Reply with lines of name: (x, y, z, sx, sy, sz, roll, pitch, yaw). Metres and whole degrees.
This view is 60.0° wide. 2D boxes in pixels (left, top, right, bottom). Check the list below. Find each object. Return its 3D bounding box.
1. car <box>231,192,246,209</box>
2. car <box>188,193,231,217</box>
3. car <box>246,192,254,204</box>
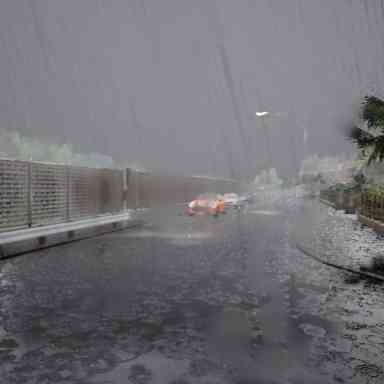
car: (4.055, 0.913, 34.254, 1.812, 1.442, 4.674, 1, 1, 17)
car: (1.285, 0.867, 25.069, 2.097, 1.767, 4.553, 1, 1, 17)
car: (7.290, 0.729, 44.930, 2.128, 1.511, 4.902, 1, 1, 17)
